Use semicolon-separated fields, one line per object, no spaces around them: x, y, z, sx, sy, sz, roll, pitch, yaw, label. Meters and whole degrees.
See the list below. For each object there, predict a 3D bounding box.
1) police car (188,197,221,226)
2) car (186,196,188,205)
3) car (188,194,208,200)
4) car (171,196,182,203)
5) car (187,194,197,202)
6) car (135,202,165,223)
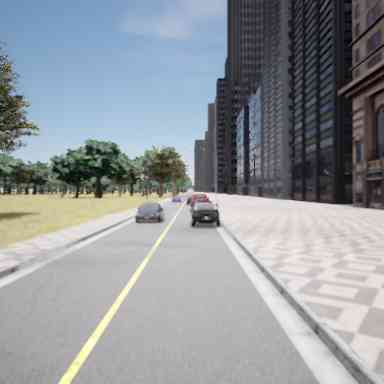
0.900;1.415;23.315;1.930;1.638;5.238;0;0;0;police car
-0.001;1.431;57.221;1.837;1.490;4.892;0;0;0;car
0.898;1.192;39.236;2.150;2.045;5.566;0;0;0;car
-3.009;1.444;65.647;1.812;1.442;4.674;0;0;0;car
-0.001;1.281;73.112;2.128;1.511;4.902;0;0;0;car
-3.098;1.514;25.219;1.812;1.442;4.674;0;0;0;car
